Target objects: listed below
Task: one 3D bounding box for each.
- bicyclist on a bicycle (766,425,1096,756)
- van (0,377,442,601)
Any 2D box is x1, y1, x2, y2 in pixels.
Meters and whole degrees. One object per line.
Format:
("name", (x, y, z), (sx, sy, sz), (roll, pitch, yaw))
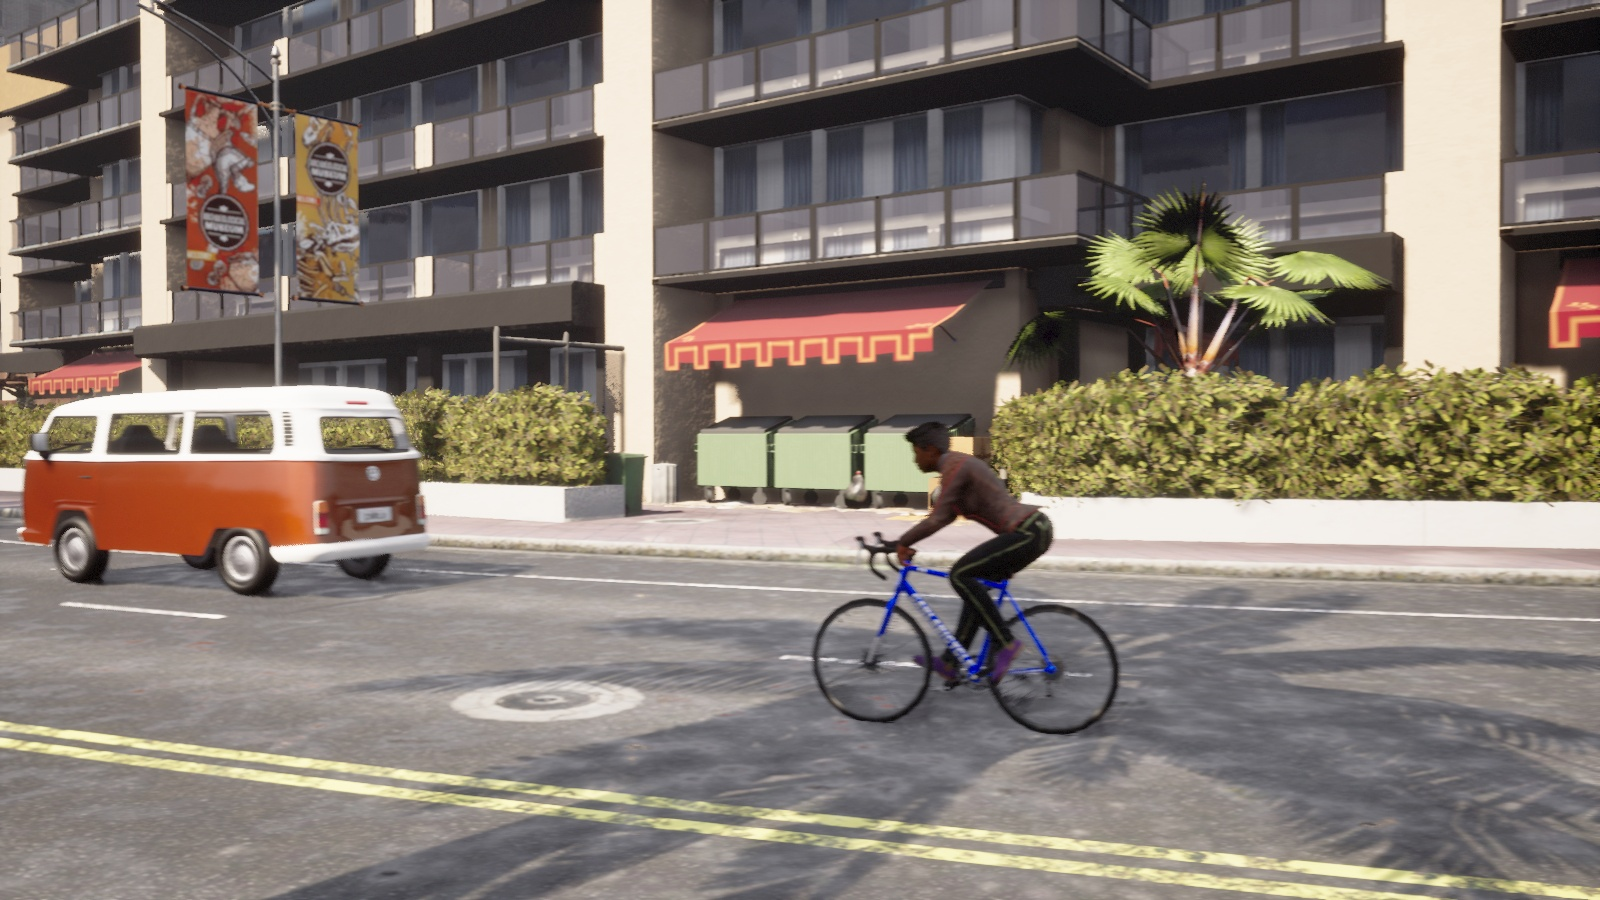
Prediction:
("bicyclist on a bicycle", (0.697, 0.681, 6.664), (1.656, 1.620, 0.582), (0, 1, 18))
("van", (-6.265, 0.322, 13.362), (4.480, 2.038, 2.069), (1, 1, 26))
